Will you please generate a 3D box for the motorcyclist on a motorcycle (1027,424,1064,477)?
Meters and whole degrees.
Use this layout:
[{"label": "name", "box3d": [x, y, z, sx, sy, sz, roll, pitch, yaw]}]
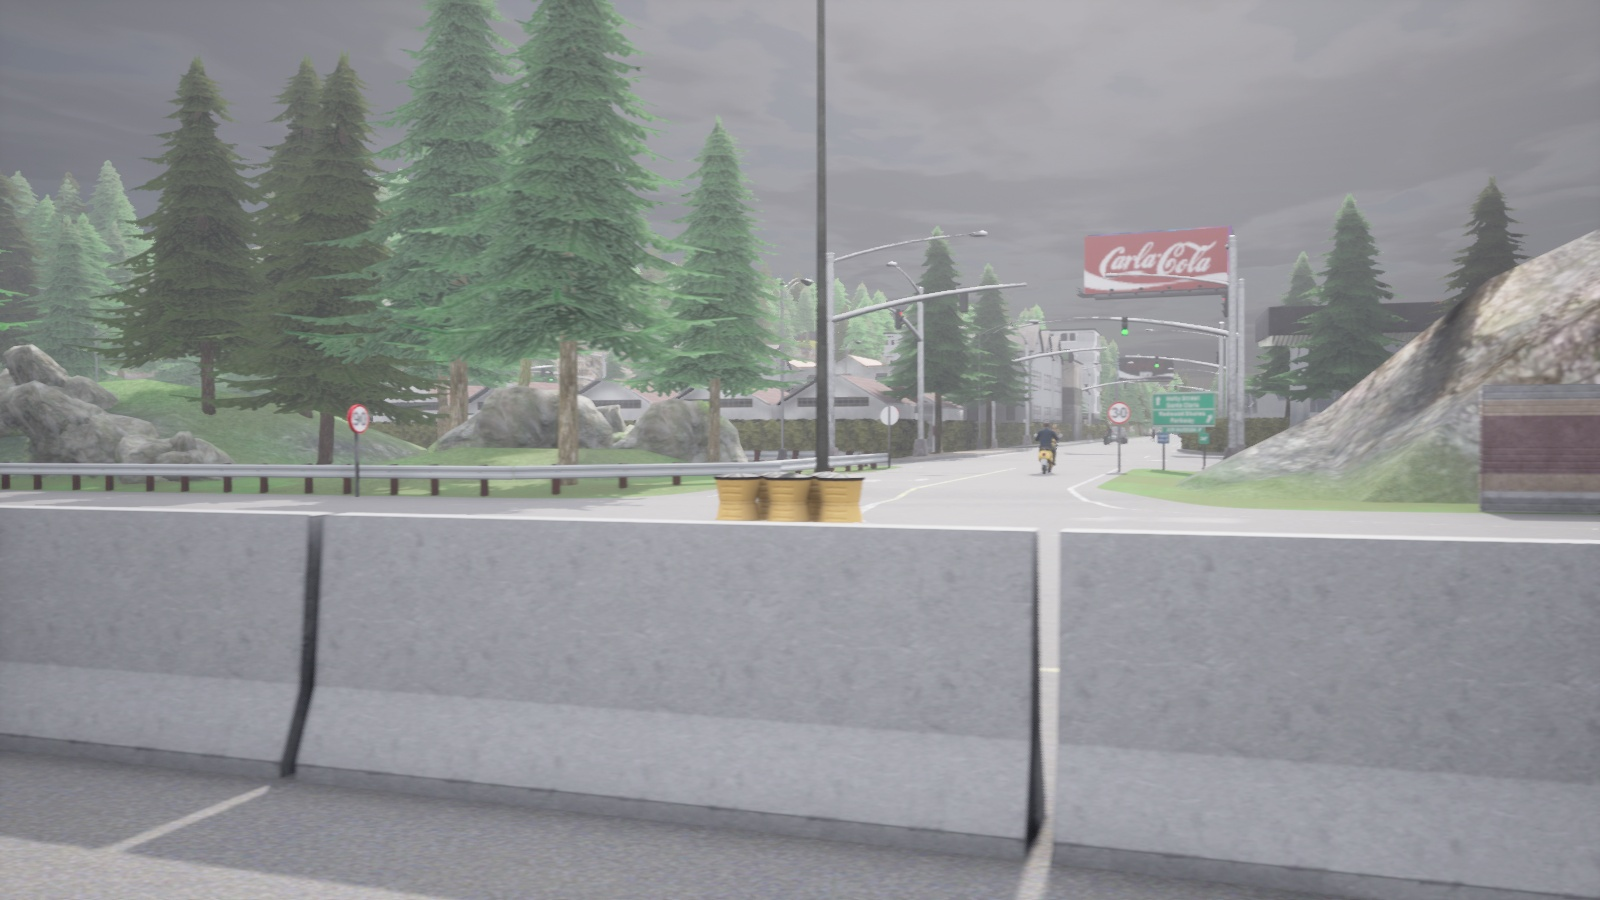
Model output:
[{"label": "motorcyclist on a motorcycle", "box3d": [7.558, -0.005, 38.603, 0.866, 1.590, 1.817, 1, 1, 18]}]
